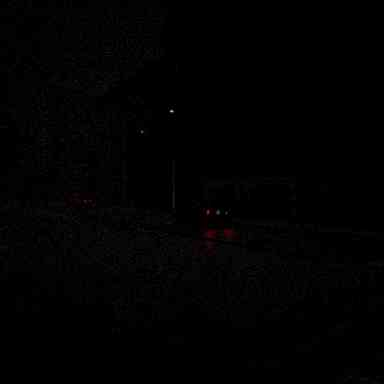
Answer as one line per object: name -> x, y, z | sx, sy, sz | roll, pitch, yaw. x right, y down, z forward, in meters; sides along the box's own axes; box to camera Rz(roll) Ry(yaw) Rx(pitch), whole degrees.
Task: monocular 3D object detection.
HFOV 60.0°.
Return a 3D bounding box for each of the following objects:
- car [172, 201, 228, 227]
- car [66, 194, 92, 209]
car -> 0.476, 1.395, 23.585 | 2.097, 1.767, 4.553 | 1, 0, -36
car -> -15.699, 1.307, 46.169 | 2.150, 2.045, 5.566 | 1, 0, -36
